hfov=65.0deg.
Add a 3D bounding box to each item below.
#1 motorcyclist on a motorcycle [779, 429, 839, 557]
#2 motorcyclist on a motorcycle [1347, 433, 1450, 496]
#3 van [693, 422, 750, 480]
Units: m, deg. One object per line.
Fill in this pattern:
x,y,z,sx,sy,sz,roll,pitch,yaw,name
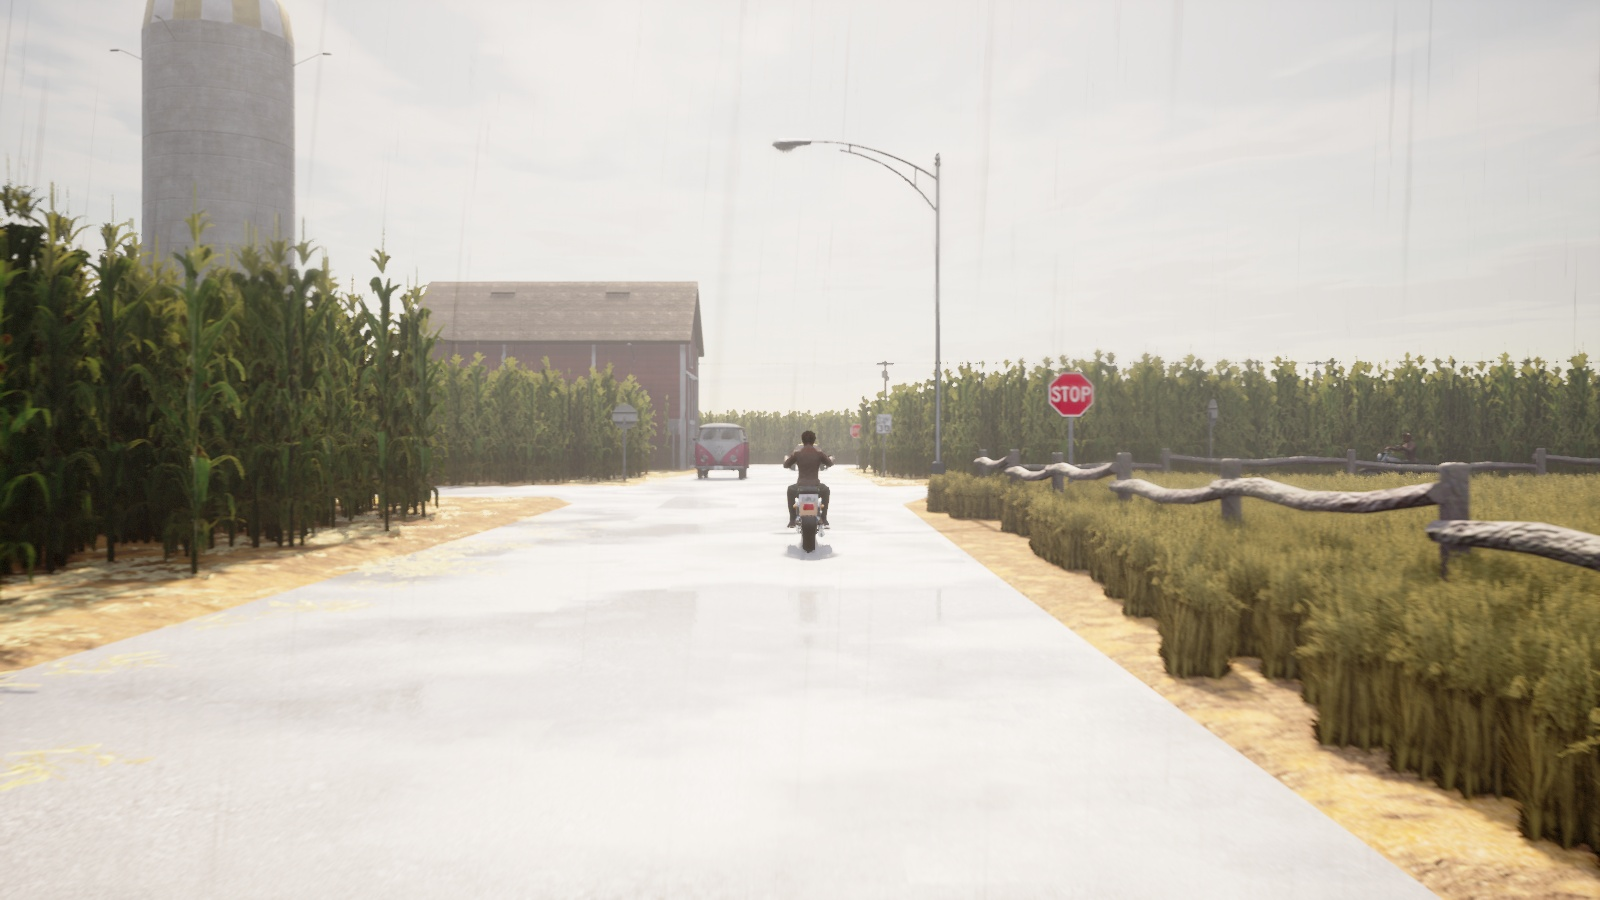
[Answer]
0.119,0.538,17.347,0.766,1.649,2.350,0,1,0,motorcyclist on a motorcycle
15.858,0.376,33.326,2.350,1.649,0.766,0,0,1,motorcyclist on a motorcycle
-2.809,0.040,45.631,1.775,1.987,4.442,0,0,0,van
